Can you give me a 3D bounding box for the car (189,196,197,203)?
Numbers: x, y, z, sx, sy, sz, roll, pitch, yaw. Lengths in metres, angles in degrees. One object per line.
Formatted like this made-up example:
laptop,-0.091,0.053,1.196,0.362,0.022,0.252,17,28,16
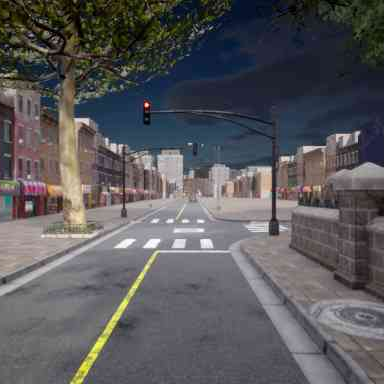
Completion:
car,0.224,1.665,73.596,2.128,1.511,4.902,0,0,0
